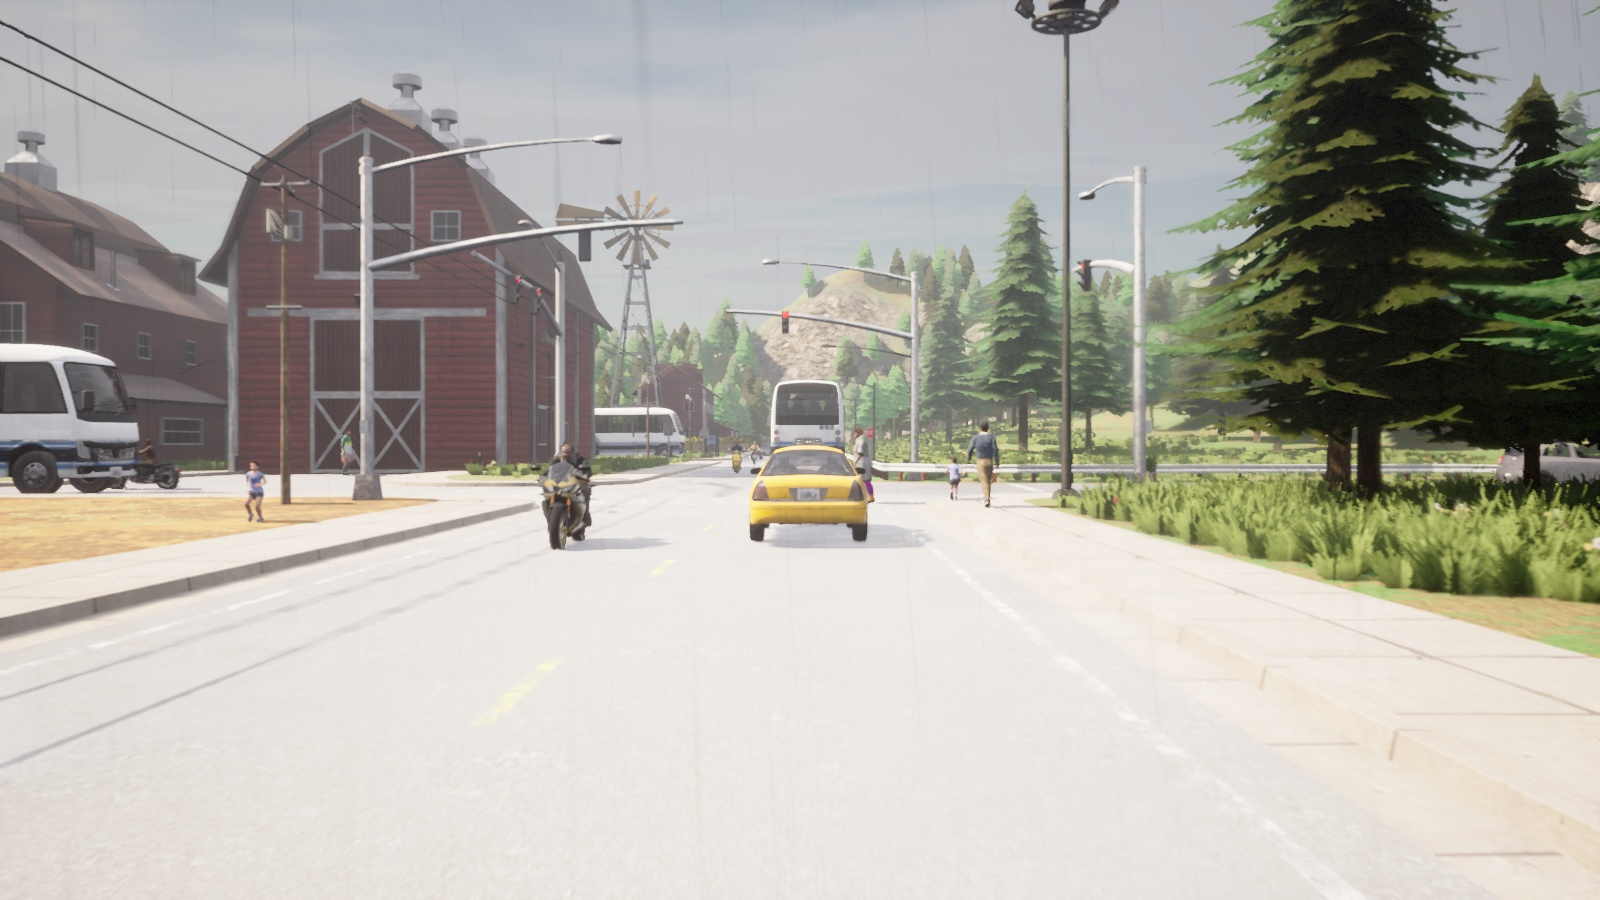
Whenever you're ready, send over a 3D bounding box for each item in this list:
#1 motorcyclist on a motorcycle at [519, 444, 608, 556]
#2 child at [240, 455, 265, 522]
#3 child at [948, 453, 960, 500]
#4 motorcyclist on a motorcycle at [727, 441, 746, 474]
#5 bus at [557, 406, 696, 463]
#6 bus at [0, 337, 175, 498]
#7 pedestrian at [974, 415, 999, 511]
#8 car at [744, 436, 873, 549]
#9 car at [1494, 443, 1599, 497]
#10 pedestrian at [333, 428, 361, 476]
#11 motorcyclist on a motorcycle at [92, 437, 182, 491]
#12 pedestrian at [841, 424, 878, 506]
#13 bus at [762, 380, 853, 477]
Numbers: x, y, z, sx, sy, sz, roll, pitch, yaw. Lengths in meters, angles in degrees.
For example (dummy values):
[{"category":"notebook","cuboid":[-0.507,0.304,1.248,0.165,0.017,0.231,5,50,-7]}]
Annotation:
[{"category":"motorcyclist on a motorcycle","cuboid":[-3.381,0.676,18.185,0.866,1.530,2.191,0,0,0]},{"category":"child","cuboid":[-9.088,0.632,20.847,0.255,1.110,0.394,0,0,-1]},{"category":"child","cuboid":[3.638,0.617,29.640,0.255,1.110,0.394,0,0,1]},{"category":"motorcyclist on a motorcycle","cuboid":[-3.132,0.348,62.092,0.866,1.590,1.817,0,0,0]},{"category":"bus","cuboid":[-13.462,-1.194,98.306,10.273,4.253,3.944,0,0,-1]},{"category":"bus","cuboid":[-23.703,-0.878,35.282,10.273,4.253,3.944,0,1,-1]},{"category":"pedestrian","cuboid":[3.865,0.258,26.038,0.423,1.949,0.788,0,0,3]},{"category":"car","cuboid":[0.130,0.572,20.117,1.801,1.575,5.366,0,0,0]},{"category":"car","cuboid":[22.149,0.550,35.860,3.633,1.501,1.845,0,0,-1]},{"category":"pedestrian","cuboid":[-18.579,0.061,51.461,0.873,1.952,0.659,0,0,9]},{"category":"motorcyclist on a motorcycle","cuboid":[-20.480,0.413,38.829,2.350,1.649,0.766,0,0,-1]},{"category":"pedestrian","cuboid":[1.448,0.362,30.493,0.873,1.952,0.659,0,0,0]},{"category":"bus","cuboid":[0.359,-0.968,60.177,3.944,4.253,10.273,0,0,0]}]
